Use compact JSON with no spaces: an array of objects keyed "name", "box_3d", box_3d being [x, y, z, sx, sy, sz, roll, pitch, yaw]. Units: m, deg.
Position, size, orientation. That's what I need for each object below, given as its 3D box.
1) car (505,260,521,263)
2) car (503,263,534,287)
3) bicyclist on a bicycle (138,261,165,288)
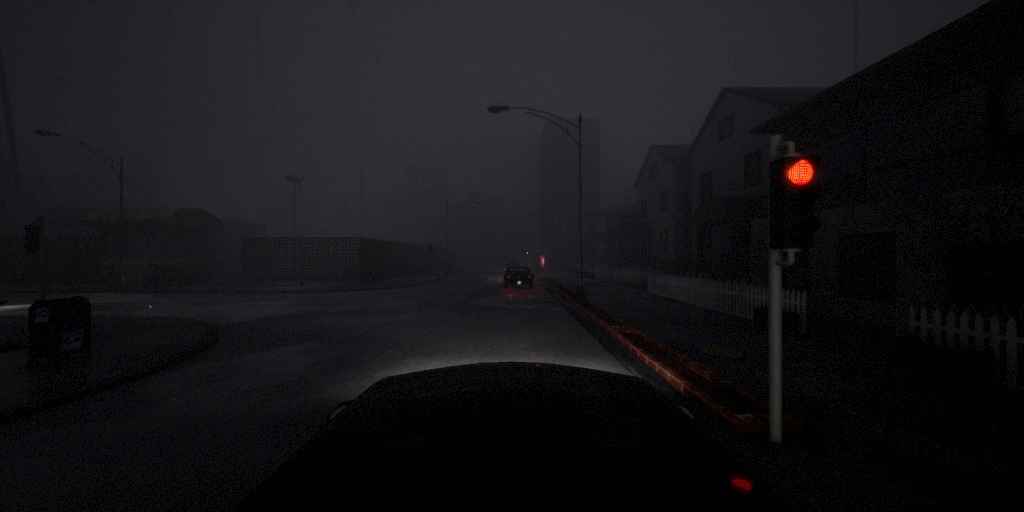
[{"name":"car","box_3d":[0.136,1.254,50.770,1.837,1.490,4.892,0,0,0]},{"name":"car","box_3d":[0.360,1.351,24.545,1.895,1.301,4.718,0,0,-2]},{"name":"bicyclist on a bicycle","box_3d":[-21.728,1.099,21.633,0.582,1.620,1.656,0,0,0]}]
